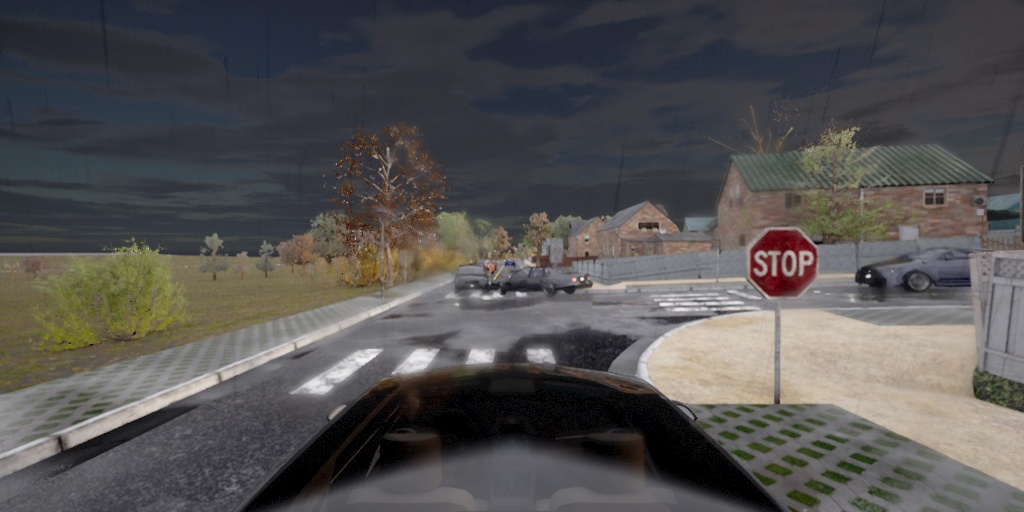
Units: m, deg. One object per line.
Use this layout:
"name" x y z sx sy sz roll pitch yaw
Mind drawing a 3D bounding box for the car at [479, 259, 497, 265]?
"car" -3.050 1.105 40.228 2.097 1.767 4.553 0 0 0

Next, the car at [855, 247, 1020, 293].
"car" 14.338 0.410 11.969 4.181 1.385 1.994 -3 0 16

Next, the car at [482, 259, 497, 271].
"car" -3.089 1.237 50.264 1.882 1.535 5.008 0 0 0

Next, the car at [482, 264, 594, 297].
"car" 1.257 1.192 17.521 5.357 1.411 2.033 -4 -3 43

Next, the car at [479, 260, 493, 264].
"car" -3.001 1.297 30.224 2.033 1.411 5.357 0 0 0

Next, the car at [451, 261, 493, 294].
"car" -2.347 1.251 20.413 1.837 1.490 4.892 0 0 -8
